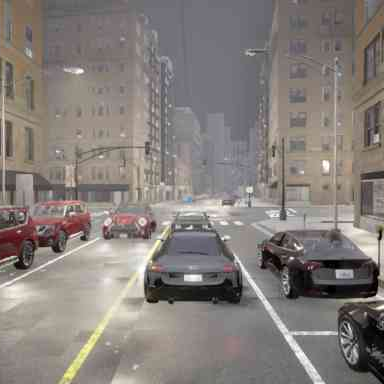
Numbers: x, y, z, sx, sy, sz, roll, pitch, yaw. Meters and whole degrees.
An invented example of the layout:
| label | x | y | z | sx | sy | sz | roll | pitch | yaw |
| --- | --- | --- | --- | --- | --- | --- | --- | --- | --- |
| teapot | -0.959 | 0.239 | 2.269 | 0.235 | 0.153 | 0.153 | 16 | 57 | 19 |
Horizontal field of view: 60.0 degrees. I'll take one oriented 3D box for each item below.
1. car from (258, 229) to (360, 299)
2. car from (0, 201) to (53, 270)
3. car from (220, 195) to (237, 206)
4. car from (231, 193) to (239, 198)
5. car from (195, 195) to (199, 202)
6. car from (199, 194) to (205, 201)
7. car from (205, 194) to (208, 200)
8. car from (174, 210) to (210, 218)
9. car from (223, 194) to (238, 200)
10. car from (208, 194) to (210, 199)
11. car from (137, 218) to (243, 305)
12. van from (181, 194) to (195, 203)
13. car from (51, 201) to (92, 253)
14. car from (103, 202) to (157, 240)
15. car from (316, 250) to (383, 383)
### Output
| label | x | y | z | sx | sy | sz | roll | pitch | yaw |
| --- | --- | --- | --- | --- | --- | --- | --- | --- | --- |
| car | 2.842 | 1.564 | 8.280 | 1.947 | 1.339 | 4.313 | -1 | 0 | 0 |
| car | -5.686 | 1.313 | 8.259 | 2.192 | 1.841 | 5.009 | -1 | 0 | 0 |
| car | 5.666 | 1.515 | 52.620 | 1.947 | 1.339 | 4.313 | 0 | 0 | 9 |
| car | 10.712 | 1.205 | 85.212 | 2.192 | 1.841 | 5.009 | 0 | 0 | 9 |
| car | -0.236 | 1.339 | 70.220 | 1.967 | 1.590 | 4.097 | 0 | 0 | 9 |
| car | 1.421 | 1.408 | 80.916 | 1.752 | 1.417 | 4.829 | 0 | 0 | 9 |
| car | 2.289 | 1.458 | 86.516 | 1.802 | 1.307 | 4.206 | 0 | 0 | 9 |
| car | -0.021 | 1.596 | 17.163 | 1.895 | 1.301 | 4.718 | 0 | 0 | 0 |
| car | 7.349 | 1.490 | 63.484 | 1.947 | 1.339 | 4.313 | 0 | 0 | 9 |
| car | 3.129 | 1.312 | 91.949 | 1.967 | 1.590 | 4.097 | 0 | 0 | 9 |
| car | 0.038 | 1.562 | 8.171 | 1.994 | 1.385 | 4.181 | 0 | 0 | 0 |
| van | -1.077 | 1.252 | 64.788 | 1.690 | 1.788 | 3.998 | 0 | 0 | 9 |
| car | -5.695 | 1.311 | 13.767 | 2.192 | 1.841 | 5.009 | -1 | 0 | 0 |
| car | -3.025 | 1.346 | 16.918 | 2.097 | 1.767 | 4.553 | 0 | 0 | 0 |
| car | 2.851 | 1.566 | 2.773 | 1.947 | 1.339 | 4.313 | -1 | 0 | 0 |
